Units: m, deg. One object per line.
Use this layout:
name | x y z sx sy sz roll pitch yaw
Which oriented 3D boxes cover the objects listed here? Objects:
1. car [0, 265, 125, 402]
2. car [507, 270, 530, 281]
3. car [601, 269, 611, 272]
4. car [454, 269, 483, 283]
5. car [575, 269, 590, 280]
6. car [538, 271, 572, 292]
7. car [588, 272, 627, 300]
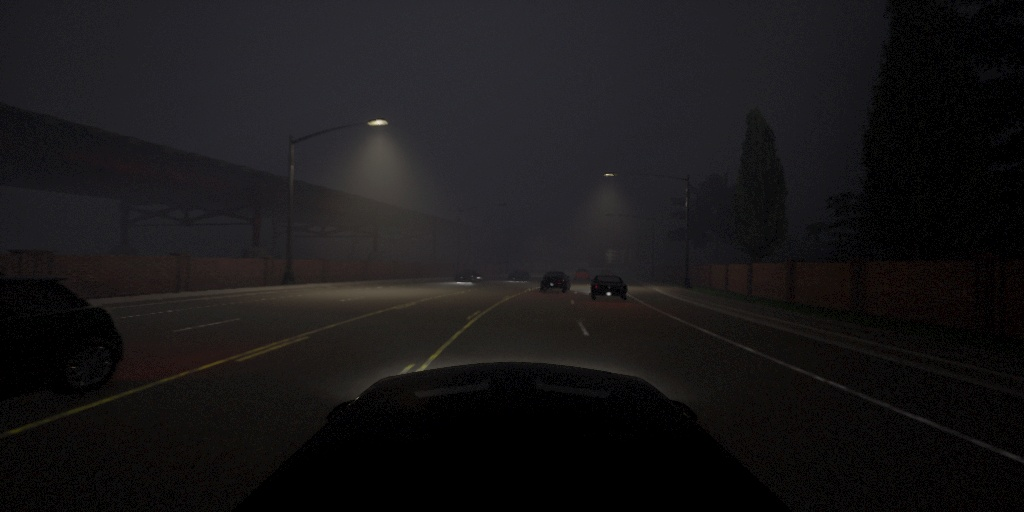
car | -6.973 1.004 3.450 2.097 1.767 4.553 1 0 1
car | 0.939 2.453 45.987 2.033 1.411 5.357 1 -2 16
car | 15.735 3.019 59.861 2.097 1.767 4.553 1 -2 15
car | -4.663 2.117 38.698 1.994 1.385 4.181 1 -2 15
car | 10.977 2.782 55.667 2.097 1.767 4.553 1 -2 15
car | 3.287 1.867 26.950 1.812 1.442 4.674 1 -2 13
car | 5.640 1.803 21.278 1.895 1.301 4.718 1 -2 12
